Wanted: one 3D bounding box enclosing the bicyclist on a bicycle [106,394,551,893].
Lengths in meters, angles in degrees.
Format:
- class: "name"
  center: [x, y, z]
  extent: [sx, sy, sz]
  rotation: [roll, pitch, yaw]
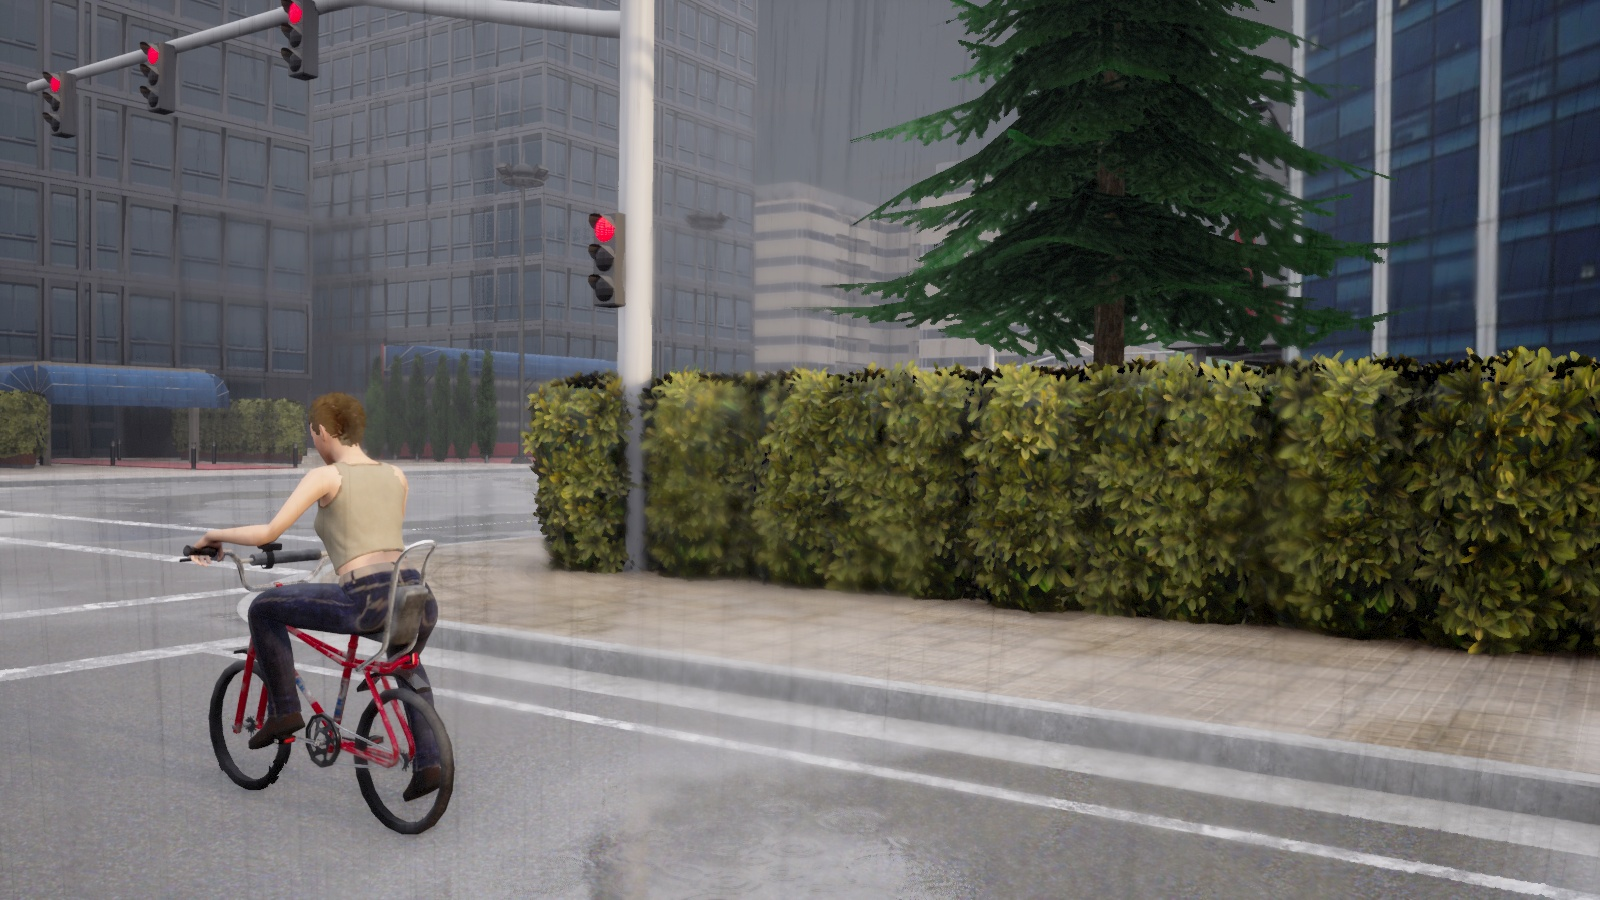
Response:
- class: "bicyclist on a bicycle"
  center: [-1.824, 0.618, 4.828]
  extent: [1.509, 1.612, 0.866]
  rotation: [0, 1, 34]
